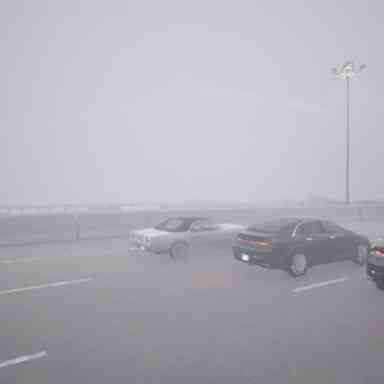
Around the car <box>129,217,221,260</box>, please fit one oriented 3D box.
[{"bbox_3d":[0.247,1.562,12.206,4.718,1.301,1.895,0,0,-33],"label":"car"}]

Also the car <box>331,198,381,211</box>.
[{"bbox_3d":[16.977,1.467,33.254,5.357,1.411,2.033,0,0,-24],"label":"car"}]

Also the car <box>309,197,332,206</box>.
[{"bbox_3d":[15.644,1.509,36.463,4.718,1.301,1.895,0,0,-23],"label":"car"}]

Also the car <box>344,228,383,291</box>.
[{"bbox_3d":[5.963,1.475,7.511,4.902,1.511,2.128,0,0,-32],"label":"car"}]

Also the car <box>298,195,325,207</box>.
[{"bbox_3d":[15.802,1.388,40.312,4.902,1.511,2.128,0,0,-23],"label":"car"}]

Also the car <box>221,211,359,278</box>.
[{"bbox_3d":[3.453,1.477,10.076,4.892,1.490,1.837,0,0,-32],"label":"car"}]

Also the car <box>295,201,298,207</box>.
[{"bbox_3d":[15.994,1.235,44.169,4.553,1.767,2.097,0,0,-22],"label":"car"}]
